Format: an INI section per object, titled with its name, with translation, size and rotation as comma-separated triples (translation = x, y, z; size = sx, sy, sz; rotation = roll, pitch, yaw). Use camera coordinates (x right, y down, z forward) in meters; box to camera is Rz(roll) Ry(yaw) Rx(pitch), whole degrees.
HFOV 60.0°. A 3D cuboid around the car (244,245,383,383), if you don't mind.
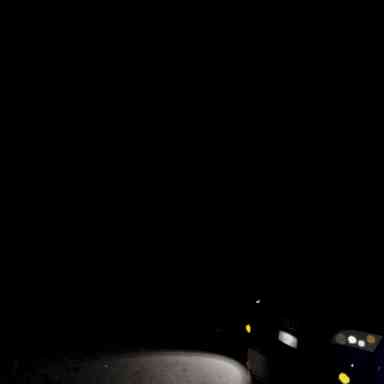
[car]
translation = 2.825, 1.560, 5.003
size = 4.181, 1.385, 1.994
rotation = 0, 0, -32
